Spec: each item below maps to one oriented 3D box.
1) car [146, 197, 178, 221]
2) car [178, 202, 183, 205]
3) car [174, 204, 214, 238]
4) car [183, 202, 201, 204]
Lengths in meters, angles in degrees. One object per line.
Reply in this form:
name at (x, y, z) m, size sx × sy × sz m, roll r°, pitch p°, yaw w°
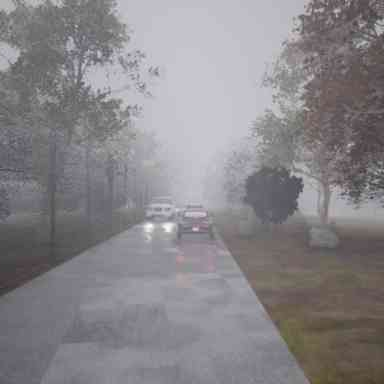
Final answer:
car at (-2.687, 1.429, 29.579) m, size 2.150 × 2.045 × 5.566 m, roll 1°, pitch -1°, yaw 1°
car at (-2.166, 2.784, 70.013) m, size 1.895 × 1.301 × 4.718 m, roll 0°, pitch -2°, yaw 1°
car at (0.186, 1.607, 18.100) m, size 1.812 × 1.442 × 4.674 m, roll 0°, pitch 0°, yaw 0°
car at (0.315, 1.807, 36.295) m, size 1.882 × 1.535 × 5.008 m, roll 0°, pitch -1°, yaw 0°
